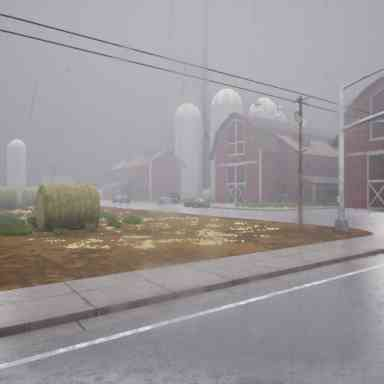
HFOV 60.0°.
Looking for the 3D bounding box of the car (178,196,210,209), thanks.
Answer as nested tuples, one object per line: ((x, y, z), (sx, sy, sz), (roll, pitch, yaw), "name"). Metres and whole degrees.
((0.580, 1.498, 44.701), (1.812, 1.442, 4.674), (0, 0, -36), "car")

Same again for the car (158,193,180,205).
((-3.967, 1.118, 57.661), (3.866, 1.878, 1.905), (-2, 5, 11), "car")

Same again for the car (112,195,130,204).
((-13.738, 1.325, 64.023), (2.097, 1.767, 4.553), (0, 0, -37), "car")
